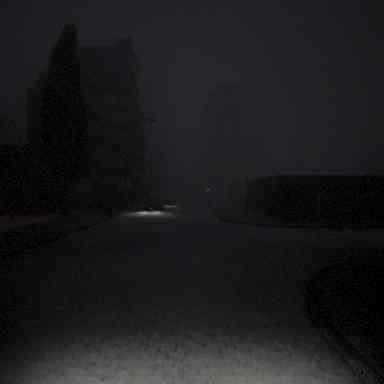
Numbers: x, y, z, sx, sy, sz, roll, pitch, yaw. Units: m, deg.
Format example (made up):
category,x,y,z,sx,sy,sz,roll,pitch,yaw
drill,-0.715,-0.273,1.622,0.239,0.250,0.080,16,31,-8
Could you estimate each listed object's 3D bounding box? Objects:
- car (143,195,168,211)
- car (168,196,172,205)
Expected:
category,x,y,z,sx,sy,sz,roll,pitch,yaw
car,-4.076,1.281,36.090,2.033,1.411,5.357,0,0,0
car,-4.070,1.167,48.571,1.812,1.442,4.674,0,0,0
